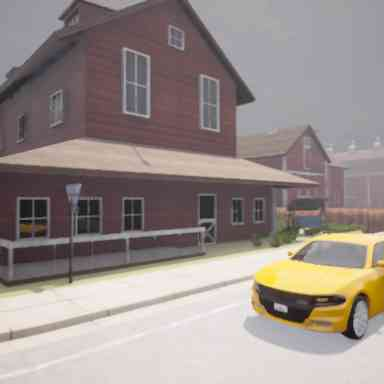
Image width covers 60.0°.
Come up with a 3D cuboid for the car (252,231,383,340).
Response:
[{"bbox_3d":[3.310,1.655,7.112,5.008,1.535,1.882,1,-2,-42],"label":"car"}]
